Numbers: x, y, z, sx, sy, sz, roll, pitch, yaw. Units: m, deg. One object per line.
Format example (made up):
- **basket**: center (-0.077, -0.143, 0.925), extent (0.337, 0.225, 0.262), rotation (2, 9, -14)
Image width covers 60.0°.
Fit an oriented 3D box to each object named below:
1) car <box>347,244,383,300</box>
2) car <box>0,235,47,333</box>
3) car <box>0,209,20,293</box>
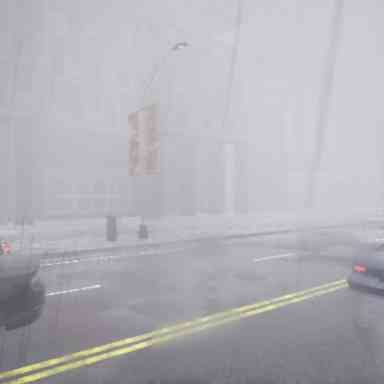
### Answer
- **car**: center (5.644, 1.569, 7.469), extent (5.357, 1.411, 2.033), rotation (0, 0, -35)
- **car**: center (-4.646, 1.475, 4.365), extent (5.008, 1.535, 1.882), rotation (0, 0, -35)
- **car**: center (-6.390, 1.350, 7.112), extent (4.553, 1.767, 2.097), rotation (0, 0, -35)
